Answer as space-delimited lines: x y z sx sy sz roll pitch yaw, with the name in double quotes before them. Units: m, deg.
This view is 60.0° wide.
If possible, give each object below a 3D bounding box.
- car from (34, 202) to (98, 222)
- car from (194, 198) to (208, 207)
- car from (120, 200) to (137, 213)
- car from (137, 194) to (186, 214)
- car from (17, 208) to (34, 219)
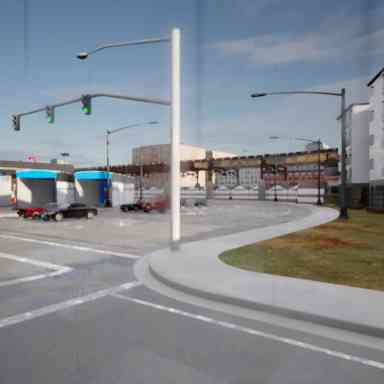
"car" -9.716 1.527 26.571 1.812 1.442 4.674 0 0 36
"car" 1.449 1.549 50.539 2.033 1.411 5.357 0 0 8
"car" -6.152 1.603 38.176 1.895 1.301 4.718 0 0 27
"car" -3.181 1.223 36.350 2.150 2.045 5.566 0 0 27
"car" -12.420 1.603 28.752 1.895 1.301 4.718 0 0 37
